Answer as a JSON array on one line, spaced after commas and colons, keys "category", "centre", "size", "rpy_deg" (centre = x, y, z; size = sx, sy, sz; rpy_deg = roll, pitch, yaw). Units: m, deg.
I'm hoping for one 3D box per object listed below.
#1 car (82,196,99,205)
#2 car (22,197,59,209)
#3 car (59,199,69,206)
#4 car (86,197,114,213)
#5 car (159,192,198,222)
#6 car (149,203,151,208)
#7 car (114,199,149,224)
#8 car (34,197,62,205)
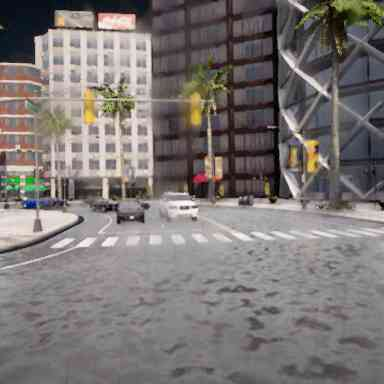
[{"category": "car", "centre": [-16.029, 1.413, 54.748], "size": [4.181, 1.385, 1.994], "rpy_deg": [-1, 0, 28]}, {"category": "car", "centre": [-21.213, 1.487, 45.745], "size": [5.008, 1.535, 1.882], "rpy_deg": [-1, 0, 27]}, {"category": "car", "centre": [-20.683, 1.571, 49.433], "size": [4.718, 1.301, 1.895], "rpy_deg": [-1, 0, 25]}, {"category": "car", "centre": [-9.287, 1.484, 35.718], "size": [1.895, 1.301, 4.718], "rpy_deg": [-1, 1, -37]}, {"category": "car", "centre": [-1.134, 1.046, 25.254], "size": [2.150, 2.045, 5.566], "rpy_deg": [-1, 0, -13]}, {"category": "car", "centre": [-6.617, 1.421, 37.955], "size": [1.895, 1.301, 4.718], "rpy_deg": [-1, 1, -38]}, {"category": "car", "centre": [-4.487, 1.369, 24.141], "size": [1.882, 1.535, 5.008], "rpy_deg": [-1, 0, -13]}, {"category": "car", "centre": [-25.286, 1.543, 58.471], "size": [4.181, 1.385, 1.994], "rpy_deg": [-1, 0, 15]}]
